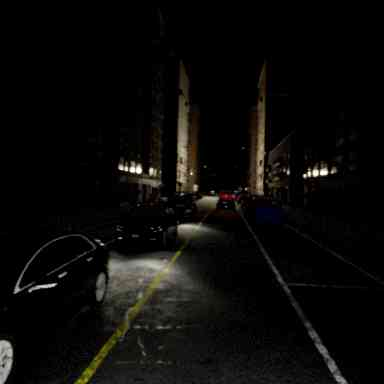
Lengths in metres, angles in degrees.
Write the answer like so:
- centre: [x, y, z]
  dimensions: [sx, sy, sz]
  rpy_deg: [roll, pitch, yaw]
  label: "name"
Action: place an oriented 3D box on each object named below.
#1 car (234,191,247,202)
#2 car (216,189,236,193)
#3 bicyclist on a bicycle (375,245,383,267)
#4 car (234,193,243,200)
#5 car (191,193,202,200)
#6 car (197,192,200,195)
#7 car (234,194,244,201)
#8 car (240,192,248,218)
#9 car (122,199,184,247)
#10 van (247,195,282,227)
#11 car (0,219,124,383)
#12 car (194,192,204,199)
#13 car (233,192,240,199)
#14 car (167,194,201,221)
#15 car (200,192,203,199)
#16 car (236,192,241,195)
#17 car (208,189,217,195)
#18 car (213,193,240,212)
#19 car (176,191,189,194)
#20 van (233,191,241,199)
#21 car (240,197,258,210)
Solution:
- centre: [8.861, 0.826, 61.135]
  dimensions: [2.192, 1.841, 5.009]
  rpy_deg: [2, 1, 6]
  label: "car"
- centre: [5.135, 0.772, 50.098]
  dimensions: [2.150, 2.045, 5.566]
  rpy_deg: [1, 1, 6]
  label: "car"
- centre: [5.940, 1.327, 9.178]
  dimensions: [1.656, 1.620, 0.582]
  rpy_deg: [2, 1, 6]
  label: "bicyclist on a bicycle"
- centre: [10.034, 0.934, 72.593]
  dimensions: [1.752, 1.417, 4.829]
  rpy_deg: [2, 1, 6]
  label: "car"
- centre: [0.956, 0.826, 67.656]
  dimensions: [1.947, 1.339, 4.313]
  rpy_deg: [2, 1, 6]
  label: "car"
- centre: [-0.206, 0.910, 56.369]
  dimensions: [2.008, 1.369, 4.403]
  rpy_deg: [2, 1, 6]
  label: "car"
- centre: [9.433, 1.043, 66.781]
  dimensions: [1.802, 1.307, 4.206]
  rpy_deg: [2, 1, 6]
  label: "car"
- centre: [5.375, 1.124, 27.274]
  dimensions: [2.192, 1.841, 5.009]
  rpy_deg: [2, 1, 6]
  label: "car"
- centre: [-1.768, 1.272, 14.338]
  dimensions: [1.882, 1.535, 5.008]
  rpy_deg: [1, 1, 6]
  label: "car"
- centre: [4.793, 1.200, 21.632]
  dimensions: [1.690, 1.788, 3.998]
  rpy_deg: [2, 1, 6]
  label: "van"
- centre: [-2.733, 1.385, 4.962]
  dimensions: [1.837, 1.490, 4.892]
  rpy_deg: [1, 1, 6]
  label: "car"
- centre: [1.537, 0.754, 73.298]
  dimensions: [1.887, 1.381, 4.507]
  rpy_deg: [2, 1, 6]
  label: "car"
- centre: [11.196, 0.833, 83.880]
  dimensions: [1.752, 1.417, 4.829]
  rpy_deg: [2, 1, 6]
  label: "car"
- centre: [-0.725, 1.182, 24.358]
  dimensions: [1.882, 1.535, 5.008]
  rpy_deg: [1, 1, 6]
  label: "car"
- centre: [0.375, 0.876, 62.013]
  dimensions: [1.947, 1.339, 4.313]
  rpy_deg: [2, 1, 6]
  label: "car"
- centre: [7.691, 1.176, 49.851]
  dimensions: [1.947, 1.339, 4.313]
  rpy_deg: [2, 1, 6]
  label: "car"
- centre: [4.875, 0.436, 77.816]
  dimensions: [1.994, 1.385, 4.181]
  rpy_deg: [1, 1, 6]
  label: "car"
- centre: [3.490, 1.181, 34.151]
  dimensions: [2.128, 1.511, 4.902]
  rpy_deg: [1, 1, 6]
  label: "car"
- centre: [-1.945, 0.948, 39.440]
  dimensions: [1.967, 1.590, 4.097]
  rpy_deg: [2, 1, 6]
  label: "car"
- centre: [10.603, 0.701, 78.065]
  dimensions: [1.690, 1.788, 3.998]
  rpy_deg: [2, 1, 6]
  label: "van"
- centre: [6.528, 1.291, 38.564]
  dimensions: [1.802, 1.307, 4.206]
  rpy_deg: [2, 1, 6]
  label: "car"
